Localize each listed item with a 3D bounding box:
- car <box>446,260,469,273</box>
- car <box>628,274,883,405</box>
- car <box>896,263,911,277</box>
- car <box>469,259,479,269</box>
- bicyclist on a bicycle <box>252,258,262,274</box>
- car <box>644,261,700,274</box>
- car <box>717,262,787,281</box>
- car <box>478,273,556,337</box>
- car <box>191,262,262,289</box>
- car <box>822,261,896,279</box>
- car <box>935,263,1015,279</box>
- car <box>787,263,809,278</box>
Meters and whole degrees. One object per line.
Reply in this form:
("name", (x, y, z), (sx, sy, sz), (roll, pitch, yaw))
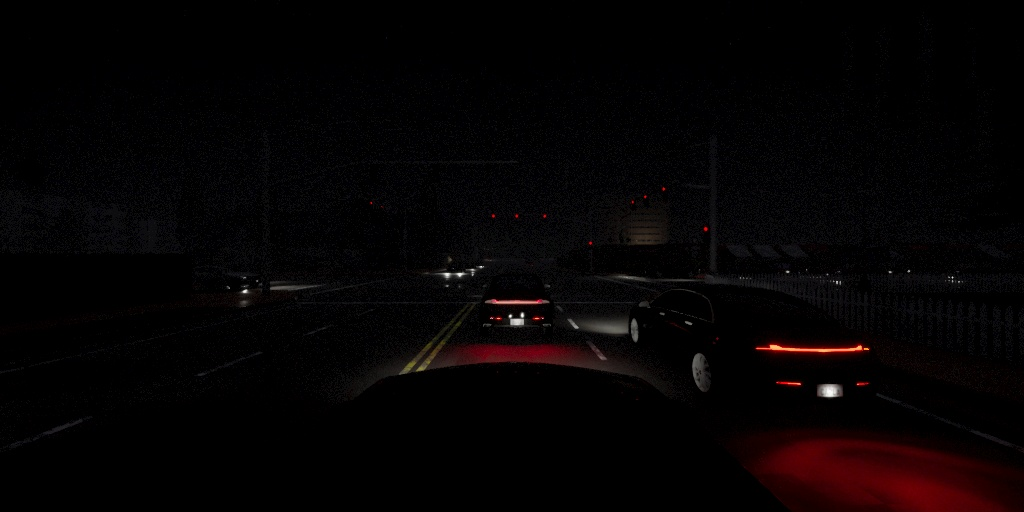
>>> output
("car", (-6.845, 1.255, 44.358), (1.837, 1.490, 4.892), (0, 0, 0))
("car", (3.587, 1.255, 6.429), (1.837, 1.490, 4.892), (0, 0, 1))
("car", (34.483, 1.242, 33.813), (4.902, 1.511, 2.128), (0, 0, -1))
("car", (-6.756, 1.276, 56.552), (1.812, 1.442, 4.674), (0, 0, 0))
("bicyclist on a bicycle", (-26.175, 1.051, 36.843), (0.582, 1.620, 1.656), (0, 0, -3))
("car", (14.920, 1.255, 33.512), (4.892, 1.490, 1.837), (0, 0, 1))
("car", (19.615, 1.241, 30.036), (4.902, 1.511, 2.128), (0, 0, -1))
("car", (0.130, 1.242, 10.333), (2.128, 1.511, 4.902), (0, 0, 0))
("car", (-18.162, 1.276, 22.254), (4.674, 1.442, 1.812), (0, 0, 0))
("car", (28.875, 1.276, 30.203), (4.674, 1.442, 1.812), (0, 0, -1))
("car", (38.875, 1.276, 30.387), (4.674, 1.442, 1.812), (0, 0, -1))
("car", (24.659, 1.297, 33.634), (5.357, 1.411, 2.033), (0, 0, -1))
